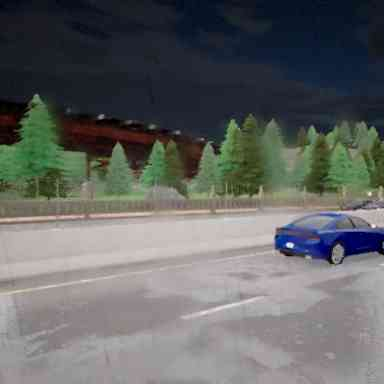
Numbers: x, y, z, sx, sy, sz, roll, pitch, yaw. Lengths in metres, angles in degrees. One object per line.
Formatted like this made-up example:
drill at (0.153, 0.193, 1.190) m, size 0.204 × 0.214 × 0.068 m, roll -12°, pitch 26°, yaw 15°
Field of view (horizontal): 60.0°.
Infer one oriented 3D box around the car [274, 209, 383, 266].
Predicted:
car at (5.049, 1.468, 11.606) m, size 5.008 × 1.535 × 1.882 m, roll 0°, pitch 0°, yaw -35°

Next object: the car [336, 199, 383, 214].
car at (17.689, 1.475, 34.813) m, size 4.892 × 1.490 × 1.837 m, roll 1°, pitch 0°, yaw -23°

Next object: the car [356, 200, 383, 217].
car at (17.942, 1.476, 31.124) m, size 4.892 × 1.490 × 1.837 m, roll 1°, pitch 0°, yaw -23°
